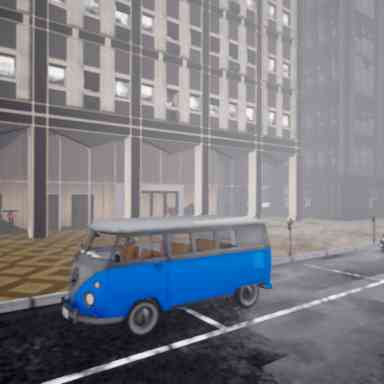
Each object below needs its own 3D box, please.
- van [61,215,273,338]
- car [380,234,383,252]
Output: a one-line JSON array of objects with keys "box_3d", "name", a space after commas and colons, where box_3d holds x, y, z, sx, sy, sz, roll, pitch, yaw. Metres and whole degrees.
[{"box_3d": [-0.250, 1.374, 6.387, 3.998, 1.788, 1.690, 1, -1, -35], "name": "van"}, {"box_3d": [9.029, 1.693, 12.995, 4.403, 1.369, 2.008, 1, -1, -35], "name": "car"}]
